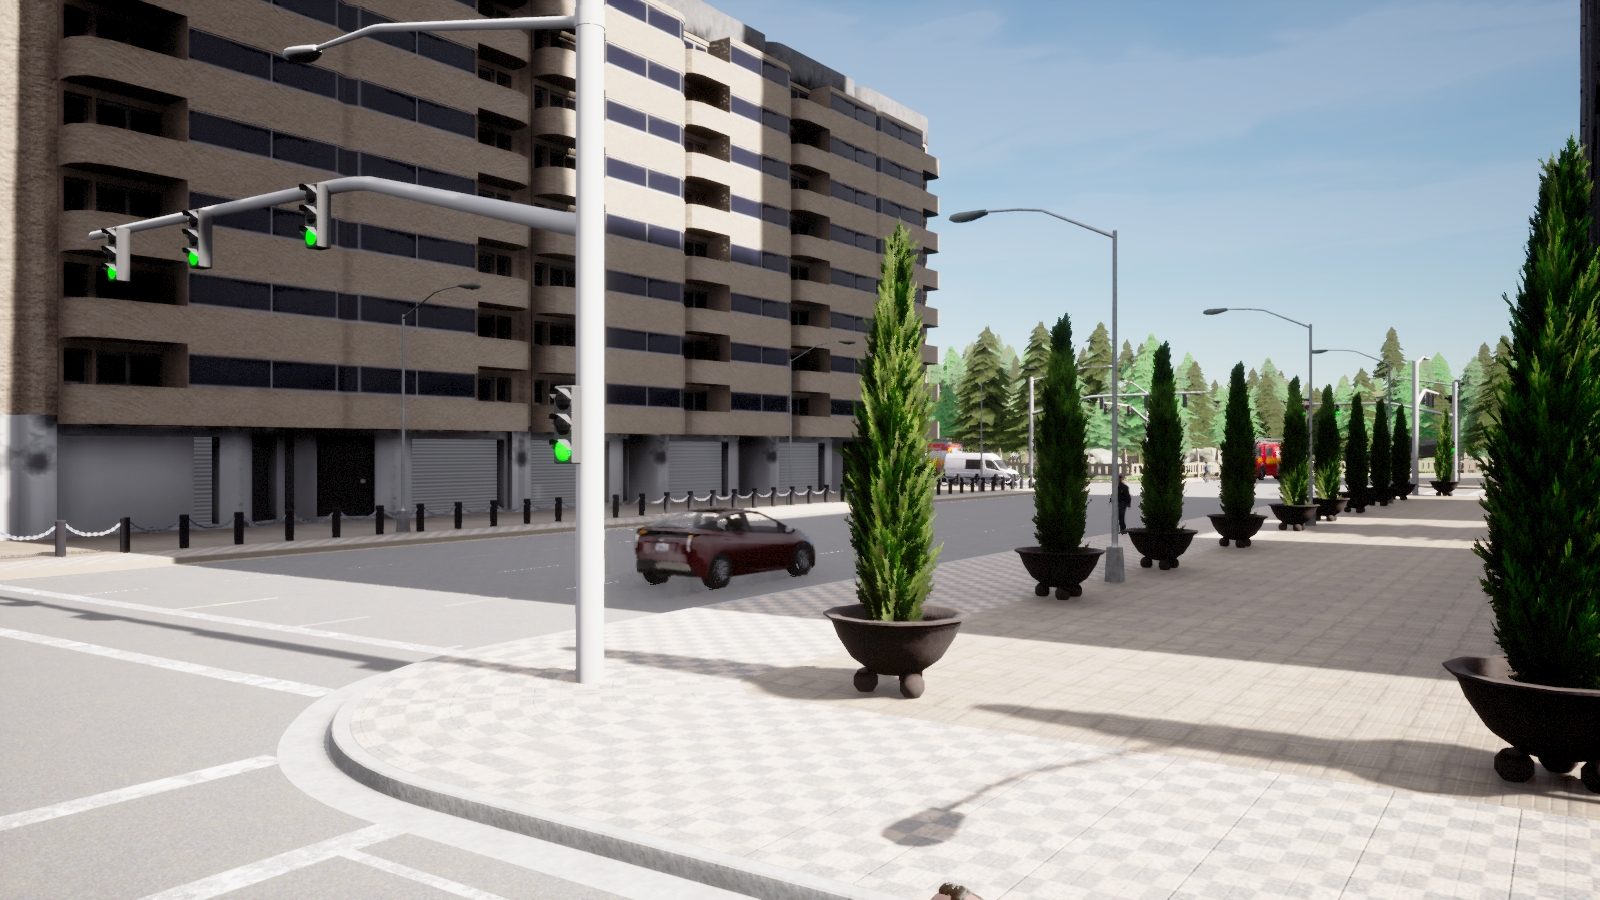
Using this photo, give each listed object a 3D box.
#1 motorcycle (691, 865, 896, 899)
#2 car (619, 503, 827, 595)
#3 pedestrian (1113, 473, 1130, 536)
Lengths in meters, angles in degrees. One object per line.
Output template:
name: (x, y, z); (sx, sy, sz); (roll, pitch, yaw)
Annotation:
motorcycle: (0.516, 2.205, 3.364); (2.209, 1.251, 0.867); (0, 0, 34)
car: (-1.503, 1.984, 24.040); (2.007, 1.525, 4.514); (0, 0, 34)
pedestrian: (9.691, 1.639, 34.426); (0.375, 1.860, 0.375); (0, 0, 39)
